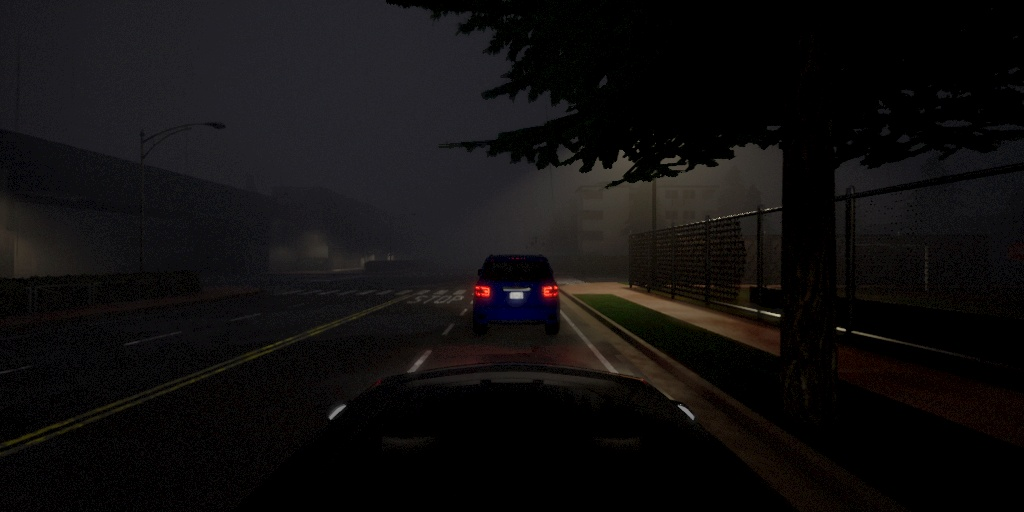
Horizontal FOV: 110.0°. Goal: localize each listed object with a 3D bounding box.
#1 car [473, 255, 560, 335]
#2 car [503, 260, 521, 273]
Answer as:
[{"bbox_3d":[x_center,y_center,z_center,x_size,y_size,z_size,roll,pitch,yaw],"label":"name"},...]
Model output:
[{"bbox_3d":[0.114,0.986,10.744,2.150,2.045,5.566,0,0,0],"label":"car"},{"bbox_3d":[0.018,1.312,45.612,2.128,1.511,4.902,0,0,0],"label":"car"}]
